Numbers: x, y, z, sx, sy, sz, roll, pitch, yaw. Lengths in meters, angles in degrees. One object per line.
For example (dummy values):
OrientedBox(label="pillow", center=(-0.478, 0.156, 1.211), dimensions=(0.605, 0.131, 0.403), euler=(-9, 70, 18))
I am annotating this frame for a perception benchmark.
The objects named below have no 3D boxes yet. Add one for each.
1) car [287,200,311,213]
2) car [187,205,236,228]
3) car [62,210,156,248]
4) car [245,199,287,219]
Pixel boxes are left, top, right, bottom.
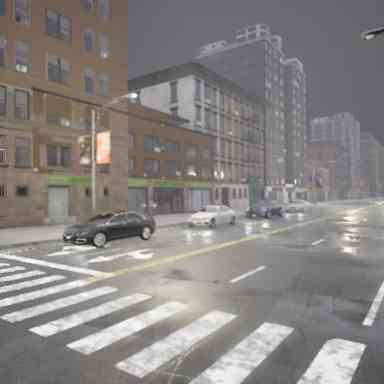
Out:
OrientedBox(label="car", center=(12.616, 1.666, 39.232), dimensions=(1.812, 1.442, 4.674), euler=(-1, -1, 35))
OrientedBox(label="car", center=(1.522, 1.682, 23.563), dimensions=(1.812, 1.442, 4.674), euler=(-1, -1, 35))
OrientedBox(label="car", center=(-3.811, 1.673, 15.990), dimensions=(1.837, 1.490, 4.892), euler=(-1, -1, 36))
OrientedBox(label="car", center=(6.734, 1.499, 30.940), dimensions=(2.097, 1.767, 4.553), euler=(-1, -1, 35))
